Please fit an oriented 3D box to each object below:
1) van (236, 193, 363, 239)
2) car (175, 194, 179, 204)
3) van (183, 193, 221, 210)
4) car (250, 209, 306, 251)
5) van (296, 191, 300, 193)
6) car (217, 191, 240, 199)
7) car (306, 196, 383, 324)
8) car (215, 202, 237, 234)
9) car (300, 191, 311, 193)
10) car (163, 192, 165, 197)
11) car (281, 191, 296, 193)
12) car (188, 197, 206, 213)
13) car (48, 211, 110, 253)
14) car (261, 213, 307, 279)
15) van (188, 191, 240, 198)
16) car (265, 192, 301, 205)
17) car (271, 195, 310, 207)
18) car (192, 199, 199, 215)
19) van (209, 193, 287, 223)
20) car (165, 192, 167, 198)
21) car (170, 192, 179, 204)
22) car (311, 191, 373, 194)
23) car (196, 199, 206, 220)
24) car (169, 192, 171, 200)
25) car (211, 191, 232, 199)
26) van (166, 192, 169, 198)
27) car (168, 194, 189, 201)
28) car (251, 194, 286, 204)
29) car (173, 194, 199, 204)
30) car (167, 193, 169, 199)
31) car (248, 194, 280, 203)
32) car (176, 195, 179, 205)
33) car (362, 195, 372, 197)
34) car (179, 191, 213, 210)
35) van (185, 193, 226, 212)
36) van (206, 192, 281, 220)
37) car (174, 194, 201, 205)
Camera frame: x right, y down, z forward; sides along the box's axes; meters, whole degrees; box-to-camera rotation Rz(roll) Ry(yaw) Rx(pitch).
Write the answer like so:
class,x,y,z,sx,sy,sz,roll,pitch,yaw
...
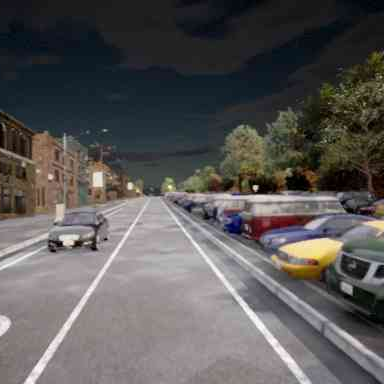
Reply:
class,x,y,z,sx,sy,sz,roll,pitch,yaw
van,4.410,1.194,14.019,4.442,1.987,1.878,-1,0,-7
car,0.162,1.451,50.222,4.674,1.452,2.002,-1,0,-7
van,1.229,1.208,41.879,4.442,1.987,1.878,-1,0,-7
car,4.620,1.449,11.221,4.674,1.452,2.002,-1,0,-7
van,14.794,0.944,38.353,4.442,1.987,1.878,-1,0,-7
car,9.278,0.775,85.345,5.566,2.045,2.435,-1,0,-6
car,5.218,1.132,5.647,5.566,2.045,2.435,-1,0,-7
car,3.976,1.436,16.790,5.008,1.535,2.097,-1,0,-7
car,15.021,0.929,35.584,5.566,2.045,2.435,-1,0,-7
car,-4.931,1.290,94.777,4.892,1.521,2.231,-1,0,-6
car,14.076,0.903,43.857,5.566,2.045,2.435,-1,0,-7
car,2.397,1.466,30.724,4.892,1.521,2.231,-1,0,-7
car,-4.800,1.613,14.646,2.128,1.511,4.902,-1,0,-6
car,4.750,1.397,8.414,5.366,1.575,1.946,-1,0,-7
van,2.183,1.234,33.525,4.442,1.987,1.878,-1,0,-7
car,13.450,1.011,49.375,4.553,1.767,2.185,-1,0,-7
car,13.710,1.176,46.610,4.792,1.488,2.163,-1,0,-7
car,2.707,1.507,27.938,4.674,1.452,2.002,-1,0,-7
van,3.542,1.225,19.567,4.442,1.987,1.878,-1,0,-7
car,-3.471,1.299,83.665,5.366,1.575,1.946,-1,0,-7
car,-0.188,1.151,53.003,5.566,2.045,2.435,-1,0,-7
car,15.279,0.934,32.819,5.566,2.045,2.435,-1,0,-7
car,3.057,1.494,25.152,4.792,1.488,2.163,-1,0,-7
car,-0.506,1.143,55.788,5.566,2.045,2.435,-1,0,-7
car,8.331,0.759,93.647,5.566,2.045,2.435,-1,0,-7
van,-3.139,1.100,78.059,4.442,1.987,1.878,-1,0,-7
car,-3.307,1.344,80.863,4.792,1.488,2.163,-1,0,-7
car,12.608,1.121,54.865,5.366,1.575,1.946,-1,0,-7
car,-1.143,1.251,61.359,4.553,1.767,2.185,-1,0,-7
car,-2.069,1.350,69.718,5.008,1.535,2.097,-1,0,-7
car,12.483,1.113,57.646,4.892,1.521,2.231,-1,0,-6
car,0.793,1.429,44.652,4.892,1.521,2.231,-1,0,-7
car,15.915,1.217,27.298,4.792,1.488,2.163,-1,0,-7
car,1.721,1.203,36.291,5.566,2.045,2.435,-1,0,-6
van,1.547,1.217,39.094,4.442,1.987,1.878,-1,0,-7
van,3.456,1.228,22.377,4.442,1.987,1.878,-1,0,-7
car,-0.825,1.260,58.574,4.553,1.767,2.185,-1,0,-7
